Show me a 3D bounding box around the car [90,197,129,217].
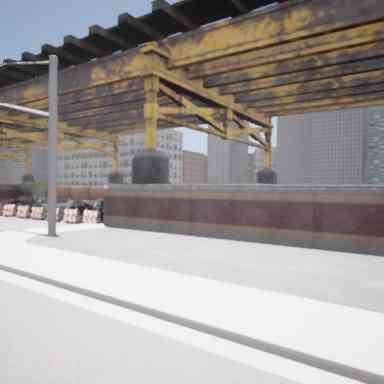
[{"bbox_3d":[-6.162,1.018,24.551,1.853,1.218,4.536,0,1,-26],"label":"car"}]

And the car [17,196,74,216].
[{"bbox_3d":[-10.968,1.098,26.979,4.974,1.542,2.038,1,0,-1],"label":"car"}]

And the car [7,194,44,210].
[{"bbox_3d":[-14.734,0.873,29.695,1.853,1.218,4.536,1,0,-11],"label":"car"}]

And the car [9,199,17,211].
[{"bbox_3d":[-14.725,1.031,29.645,2.038,1.542,4.974,1,0,-11],"label":"car"}]

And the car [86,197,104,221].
[{"bbox_3d":[-6.141,1.176,24.505,2.038,1.542,4.974,0,1,-26],"label":"car"}]

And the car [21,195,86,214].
[{"bbox_3d":[-10.914,0.941,26.979,4.536,1.218,1.853,1,0,-1],"label":"car"}]
